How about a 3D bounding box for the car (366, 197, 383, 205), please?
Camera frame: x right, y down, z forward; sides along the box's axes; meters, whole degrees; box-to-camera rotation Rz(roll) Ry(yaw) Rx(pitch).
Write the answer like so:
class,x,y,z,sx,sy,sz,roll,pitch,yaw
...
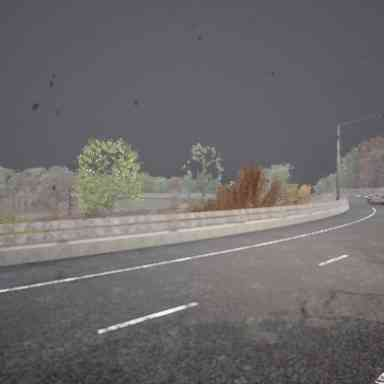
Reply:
class,x,y,z,sx,sy,sz,roll,pitch,yaw
car,30.254,1.445,55.041,1.994,1.385,4.181,0,0,19
